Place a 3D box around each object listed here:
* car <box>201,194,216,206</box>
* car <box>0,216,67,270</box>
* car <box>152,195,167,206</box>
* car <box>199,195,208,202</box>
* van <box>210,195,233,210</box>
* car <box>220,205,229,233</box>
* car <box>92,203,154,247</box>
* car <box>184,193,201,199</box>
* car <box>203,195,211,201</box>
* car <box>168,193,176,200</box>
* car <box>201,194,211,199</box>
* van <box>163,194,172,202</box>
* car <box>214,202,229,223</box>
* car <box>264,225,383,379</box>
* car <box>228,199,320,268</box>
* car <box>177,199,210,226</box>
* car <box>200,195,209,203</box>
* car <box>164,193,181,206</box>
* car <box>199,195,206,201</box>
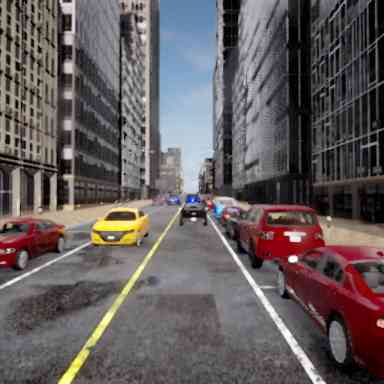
[{"bbox_3d":[2.704,1.315,55.739,2.192,1.841,5.009,1,0,0],"label":"car"},{"bbox_3d":[-5.677,1.544,11.037,1.887,1.381,4.507,1,0,0],"label":"car"},{"bbox_3d":[-5.681,1.582,55.638,1.802,1.307,4.206,1,0,0],"label":"car"},{"bbox_3d":[2.700,1.443,78.047,1.967,1.590,4.097,1,0,0],"label":"car"},{"bbox_3d":[2.706,1.340,27.852,1.690,1.788,3.998,1,0,0],"label":"van"},{"bbox_3d":[2.703,1.565,16.698,1.947,1.339,4.313,1,0,0],"label":"car"},{"bbox_3d":[-3.100,1.477,15.263,1.882,1.535,5.008,0,0,0],"label":"car"},{"bbox_3d":[0.098,1.219,46.438,2.150,2.045,5.566,0,0,0],"label":"car"},{"bbox_3d":[2.703,1.439,39.006,1.967,1.590,4.097,1,0,0],"label":"car"},{"bbox_3d":[-5.646,1.322,94.664,2.192,1.841,5.009,1,0,0],"label":"car"},{"bbox_3d":[2.705,1.314,44.584,2.192,1.841,5.009,1,0,0],"label":"car"},{"bbox_3d":[-5.688,1.344,77.939,1.690,1.788,3.998,1,0,0],"label":"van"},{"bbox_3d":[2.702,1.581,22.275,1.802,1.307,4.206,1,0,0],"label":"car"},{"bbox_3d":[2.704,1.545,5.544,1.887,1.381,4.507,1,0,0],"label":"car"},{"bbox_3d":[2.708,1.315,11.121,2.192,1.841,5.009,1,0,0],"label":"car"},{"bbox_3d":[0.098,1.503,23.642,1.837,1.490,4.892,0,0,0],"label":"car"},{"bbox_3d":[2.700,1.442,72.470,1.967,1.590,4.097,1,0,0],"label":"car"},{"bbox_3d":[-3.053,1.219,56.682,2.150,2.045,5.566,0,0,1],"label":"car"},{"bbox_3d":[2.697,1.531,89.372,1.752,1.417,4.829,1,0,0],"label":"car"}]
